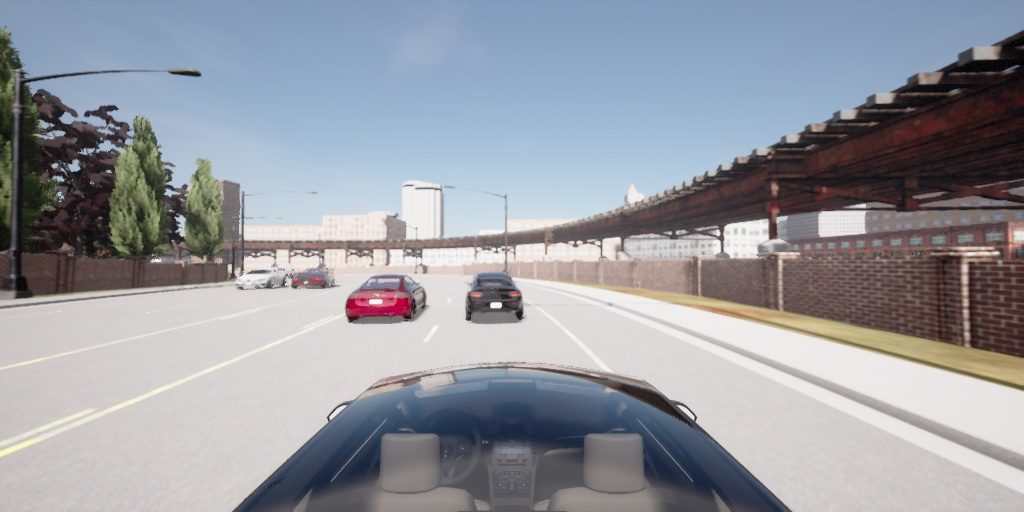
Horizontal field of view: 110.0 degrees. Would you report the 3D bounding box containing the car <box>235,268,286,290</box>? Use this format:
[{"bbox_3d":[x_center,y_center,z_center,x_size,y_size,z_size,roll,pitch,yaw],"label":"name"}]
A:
[{"bbox_3d":[-17.309,1.551,25.007,1.812,1.442,4.674,0,-2,-15],"label":"car"}]

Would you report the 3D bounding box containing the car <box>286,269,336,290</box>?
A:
[{"bbox_3d":[-13.723,1.567,24.995,1.994,1.385,4.181,0,-2,-14],"label":"car"}]

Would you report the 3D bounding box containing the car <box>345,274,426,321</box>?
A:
[{"bbox_3d":[-4.198,1.323,12.476,1.994,1.385,4.181,0,0,-6],"label":"car"}]

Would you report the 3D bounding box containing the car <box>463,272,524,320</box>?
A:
[{"bbox_3d":[-0.713,1.279,12.634,1.812,1.442,4.674,0,0,-6],"label":"car"}]
